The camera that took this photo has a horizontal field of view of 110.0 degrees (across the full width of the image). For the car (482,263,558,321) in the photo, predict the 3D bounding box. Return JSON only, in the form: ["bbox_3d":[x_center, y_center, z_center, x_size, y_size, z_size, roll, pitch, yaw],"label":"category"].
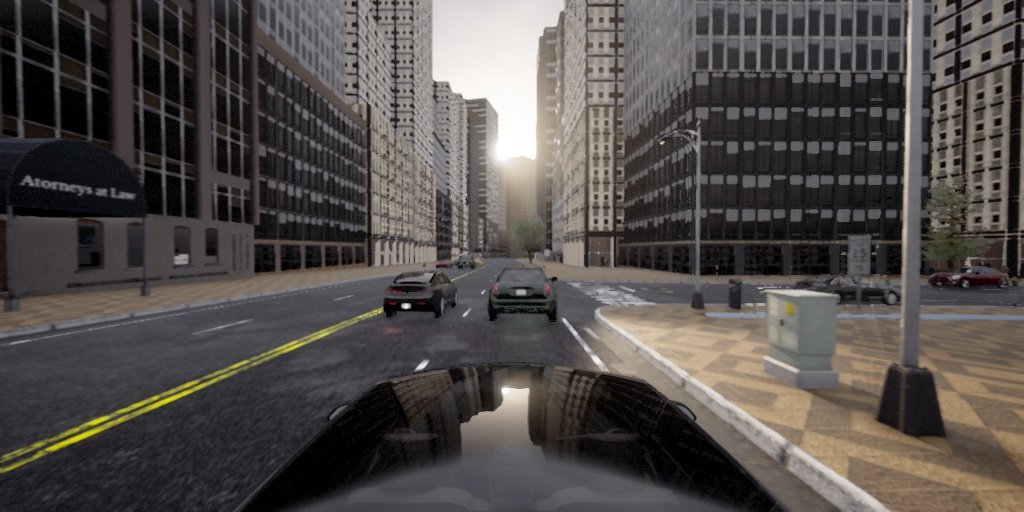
[{"bbox_3d":[0.531,1.127,12.658,2.097,1.767,4.553,-1,-1,7],"label":"car"}]

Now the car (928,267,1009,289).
[{"bbox_3d":[32.730,1.480,25.842,4.097,1.591,1.967,0,0,-1],"label":"car"}]

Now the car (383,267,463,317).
[{"bbox_3d":[-3.175,1.295,13.218,1.837,1.490,4.892,0,-1,0],"label":"car"}]

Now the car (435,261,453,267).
[{"bbox_3d":[-9.846,1.310,52.301,1.895,1.301,4.718,0,0,0],"label":"car"}]

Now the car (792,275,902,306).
[{"bbox_3d":[15.906,1.566,17.115,4.403,1.370,2.007,0,0,-1],"label":"car"}]

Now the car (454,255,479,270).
[{"bbox_3d":[-6.599,0.931,52.137,2.150,2.045,5.566,0,0,0],"label":"car"}]
